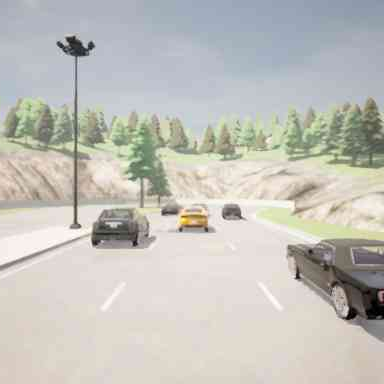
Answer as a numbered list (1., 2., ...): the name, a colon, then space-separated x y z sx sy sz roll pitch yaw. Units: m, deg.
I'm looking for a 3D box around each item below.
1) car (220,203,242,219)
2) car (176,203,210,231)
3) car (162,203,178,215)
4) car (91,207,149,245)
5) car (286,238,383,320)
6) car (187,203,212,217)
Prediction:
1. car: 3.973 1.859 33.514 1.837 1.490 4.892 0 -1 4
2. car: 0.107 1.720 22.826 1.882 1.535 5.008 0 0 0
3. car: -2.137 1.977 39.057 1.994 1.385 4.181 0 -1 12
4. car: -3.405 1.528 16.551 2.097 1.767 4.553 0 -1 0
5. car: 3.598 1.680 7.418 1.895 1.301 4.718 0 -1 0
6. car: 0.924 1.941 37.145 2.033 1.411 5.357 0 -1 9
